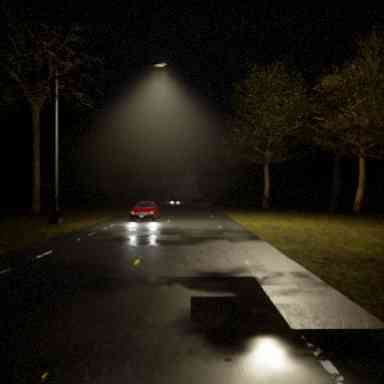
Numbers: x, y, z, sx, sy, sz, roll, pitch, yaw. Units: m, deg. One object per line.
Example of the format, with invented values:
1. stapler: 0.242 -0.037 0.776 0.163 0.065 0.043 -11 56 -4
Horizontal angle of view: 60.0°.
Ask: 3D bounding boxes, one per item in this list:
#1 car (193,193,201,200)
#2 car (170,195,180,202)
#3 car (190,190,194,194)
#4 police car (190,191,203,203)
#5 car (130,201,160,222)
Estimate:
1. car: 1.106 1.048 78.820 1.837 1.490 4.892 0 1 0
2. car: -3.452 1.237 68.267 1.994 1.385 4.181 0 1 0
3. car: 1.102 0.859 72.845 2.150 2.045 5.566 0 1 0
4. police car: 1.095 1.180 62.931 1.930 1.638 5.238 0 1 0
5. car: -3.590 1.451 26.030 1.812 1.442 4.674 0 0 0
